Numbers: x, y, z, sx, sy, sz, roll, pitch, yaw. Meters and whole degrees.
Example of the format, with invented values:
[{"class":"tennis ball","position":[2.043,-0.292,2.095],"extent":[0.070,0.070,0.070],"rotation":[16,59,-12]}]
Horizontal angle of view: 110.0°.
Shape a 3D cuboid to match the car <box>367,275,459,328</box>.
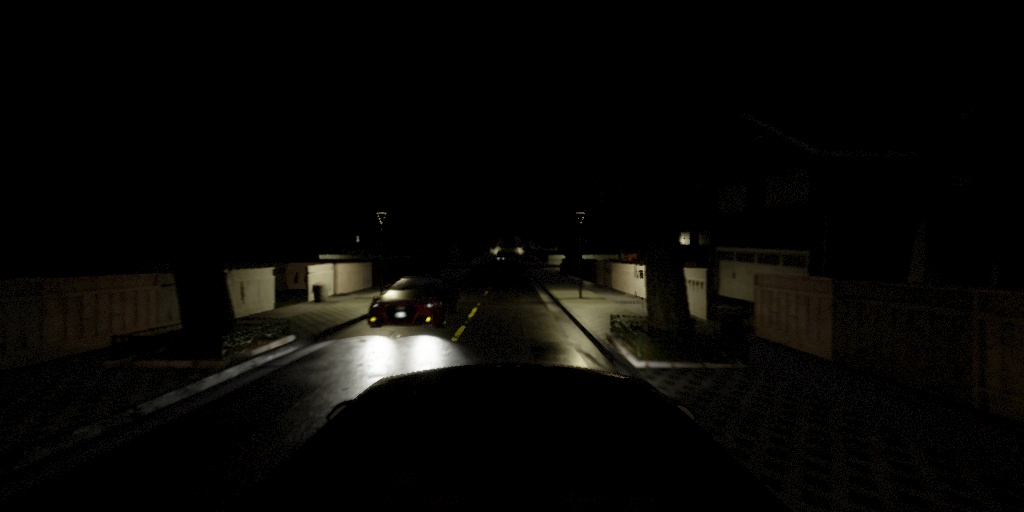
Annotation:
[{"class":"car","position":[-2.846,1.304,11.146],"extent":[1.994,1.385,4.181],"rotation":[0,0,0]}]
